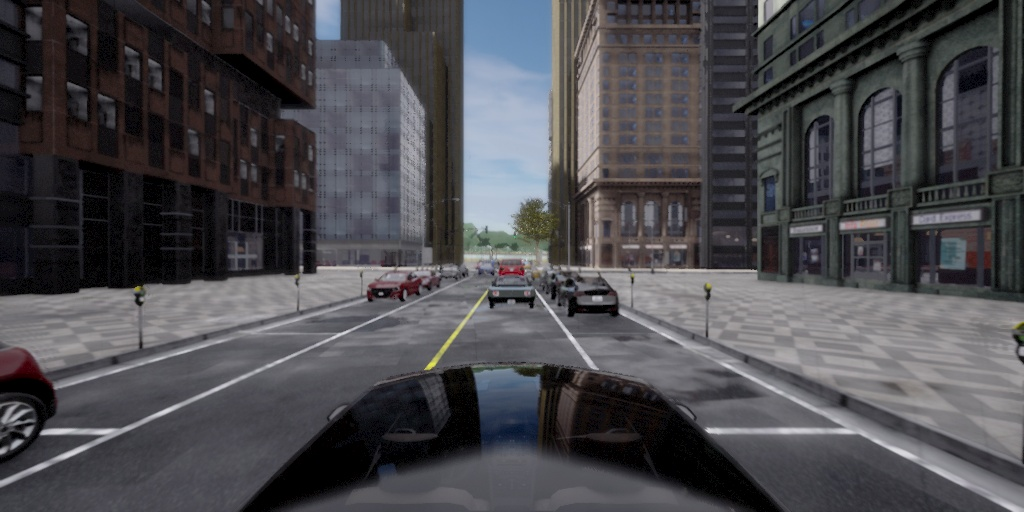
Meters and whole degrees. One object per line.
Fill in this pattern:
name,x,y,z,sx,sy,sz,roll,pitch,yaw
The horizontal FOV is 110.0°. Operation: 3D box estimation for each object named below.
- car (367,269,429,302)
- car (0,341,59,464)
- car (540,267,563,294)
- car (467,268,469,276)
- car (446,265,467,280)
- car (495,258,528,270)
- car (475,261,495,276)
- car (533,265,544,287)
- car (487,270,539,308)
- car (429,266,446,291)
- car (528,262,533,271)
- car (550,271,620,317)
car,-5.780,1.443,18.075,1.888,1.381,4.507,0,0,0
car,-5.763,1.192,1.941,1.967,1.591,4.097,0,0,0
car,2.745,1.469,18.784,1.948,1.339,4.313,0,0,0
car,-5.802,1.638,39.587,1.948,1.339,4.313,0,0,0
car,-5.796,1.582,34.208,2.007,1.370,4.403,0,0,0
car,-0.028,1.221,30.876,2.150,2.045,5.566,0,0,0
car,-3.046,1.626,43.199,1.812,1.442,4.674,0,-1,0
car,2.739,1.499,23.986,2.007,1.370,4.403,0,0,0
car,-0.013,1.480,15.942,1.895,1.301,4.718,0,0,0
car,-5.786,1.526,23.453,1.802,1.307,4.207,0,0,0
car,2.729,1.558,34.562,1.751,1.417,4.829,0,0,0
car,2.750,1.424,13.580,1.948,1.339,4.313,0,0,0
